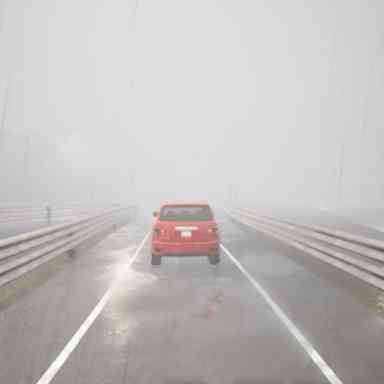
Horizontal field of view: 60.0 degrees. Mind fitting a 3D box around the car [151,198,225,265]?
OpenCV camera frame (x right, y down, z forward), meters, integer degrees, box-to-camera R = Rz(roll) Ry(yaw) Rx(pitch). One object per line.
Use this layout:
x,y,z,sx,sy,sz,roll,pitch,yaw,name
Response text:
-0.290,1.318,12.309,2.150,2.045,5.566,0,0,-3,car
